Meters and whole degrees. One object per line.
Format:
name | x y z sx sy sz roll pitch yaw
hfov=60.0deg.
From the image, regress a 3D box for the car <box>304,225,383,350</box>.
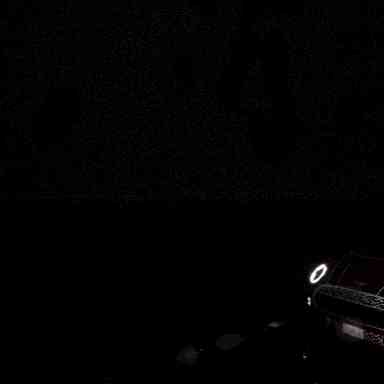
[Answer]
car | 4.086 1.358 5.969 4.553 1.767 2.097 0 0 -35
